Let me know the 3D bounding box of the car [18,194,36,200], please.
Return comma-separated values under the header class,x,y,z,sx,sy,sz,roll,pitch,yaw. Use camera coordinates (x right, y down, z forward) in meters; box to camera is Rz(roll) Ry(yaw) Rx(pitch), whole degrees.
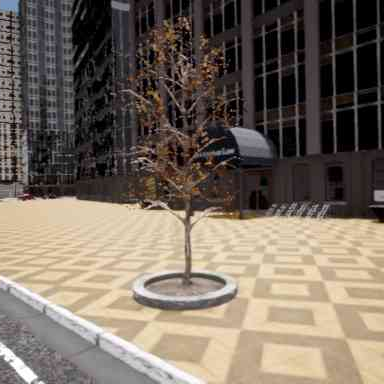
class,x,y,z,sx,sy,sz,roll,pitch,yaw
car,-42.248,1.298,85.346,4.097,1.590,1.967,-2,2,-30
